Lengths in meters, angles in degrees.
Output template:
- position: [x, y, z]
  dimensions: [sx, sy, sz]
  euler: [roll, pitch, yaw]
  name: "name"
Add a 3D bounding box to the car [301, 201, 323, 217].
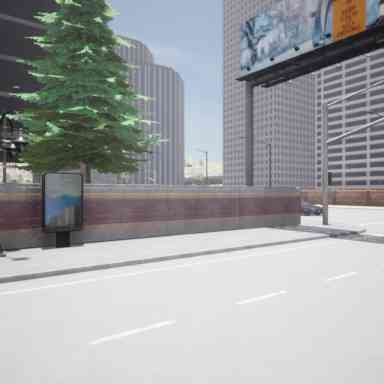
- position: [10.475, 1.564, 31.923]
  dimensions: [1.994, 1.385, 4.181]
  euler: [0, 0, -35]
  name: "car"
